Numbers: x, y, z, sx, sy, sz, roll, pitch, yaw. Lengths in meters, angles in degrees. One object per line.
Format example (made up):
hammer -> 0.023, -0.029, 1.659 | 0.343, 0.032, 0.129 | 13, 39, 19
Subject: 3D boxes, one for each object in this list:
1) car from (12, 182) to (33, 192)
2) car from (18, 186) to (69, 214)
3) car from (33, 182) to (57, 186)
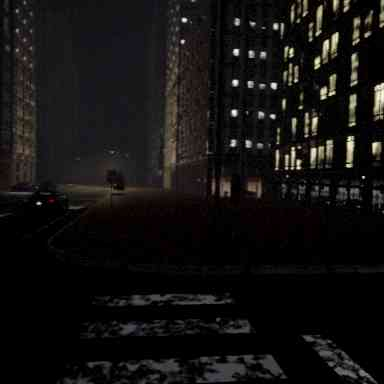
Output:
car -> -23.854, -0.754, 47.385 | 2.033, 1.411, 5.357 | 1, 2, -10
car -> -9.061, 0.547, 20.906 | 1.994, 1.385, 4.181 | 1, 2, -10
car -> -20.535, -0.739, 47.259 | 1.882, 1.535, 5.008 | 1, 2, -10
